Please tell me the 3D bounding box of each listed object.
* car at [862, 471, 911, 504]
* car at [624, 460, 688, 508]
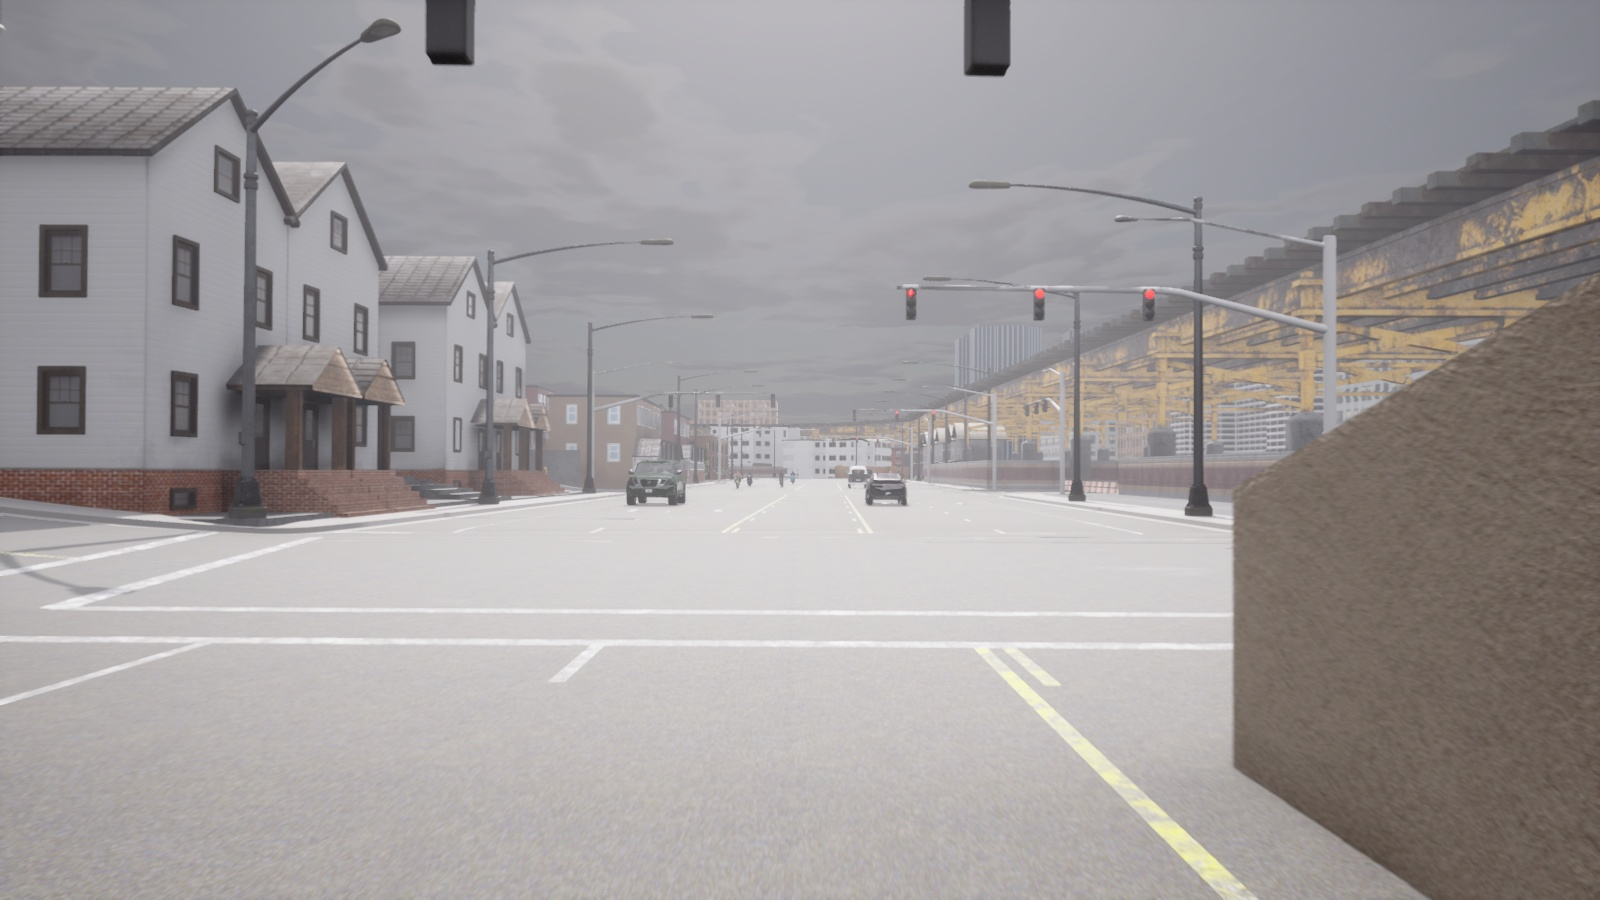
[{"bbox_3d":[4.064,1.751,59.677,2.128,1.511,4.902,0,-1,1],"label":"car"},{"bbox_3d":[-6.495,1.517,57.313,2.150,2.045,5.566,0,-1,1],"label":"car"}]
